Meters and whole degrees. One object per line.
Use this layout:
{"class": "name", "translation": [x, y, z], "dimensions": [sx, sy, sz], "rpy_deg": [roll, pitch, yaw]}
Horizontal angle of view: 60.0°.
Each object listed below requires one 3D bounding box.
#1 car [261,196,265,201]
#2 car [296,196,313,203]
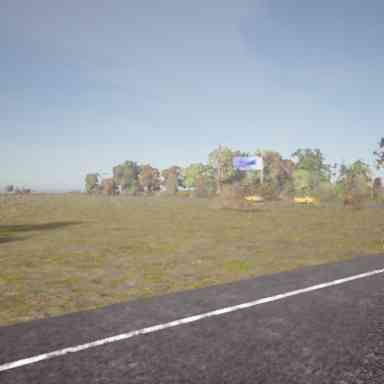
{"class": "car", "translation": [15.677, 1.527, 82.115], "dimensions": [1.882, 1.535, 5.008], "rpy_deg": [0, 0, -33]}
{"class": "car", "translation": [23.525, 1.569, 69.821], "dimensions": [1.882, 1.535, 5.008], "rpy_deg": [0, 0, -33]}
